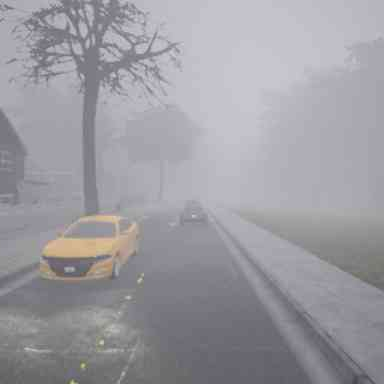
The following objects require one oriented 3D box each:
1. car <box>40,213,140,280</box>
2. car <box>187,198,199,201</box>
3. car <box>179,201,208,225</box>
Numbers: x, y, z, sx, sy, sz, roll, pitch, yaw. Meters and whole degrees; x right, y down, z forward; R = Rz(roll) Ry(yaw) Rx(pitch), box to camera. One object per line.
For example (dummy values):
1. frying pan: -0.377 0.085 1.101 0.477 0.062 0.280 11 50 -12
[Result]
1. car: -2.841 1.485 10.219 1.882 1.535 5.008 0 1 0
2. car: 0.138 1.506 43.126 1.837 1.490 4.892 0 0 0
3. car: 0.120 1.573 24.128 1.994 1.385 4.181 0 0 0
